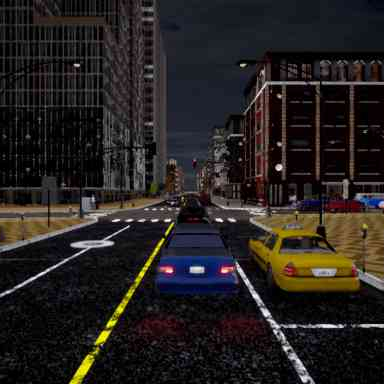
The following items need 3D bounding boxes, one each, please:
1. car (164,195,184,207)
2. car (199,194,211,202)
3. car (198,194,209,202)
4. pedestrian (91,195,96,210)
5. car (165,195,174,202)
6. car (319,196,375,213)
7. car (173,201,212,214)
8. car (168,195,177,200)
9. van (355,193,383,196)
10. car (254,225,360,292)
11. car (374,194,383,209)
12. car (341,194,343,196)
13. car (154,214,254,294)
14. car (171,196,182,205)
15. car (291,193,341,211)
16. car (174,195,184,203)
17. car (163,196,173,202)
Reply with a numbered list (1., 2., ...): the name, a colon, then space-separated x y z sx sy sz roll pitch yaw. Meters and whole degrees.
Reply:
1. car: -2.837 1.493 51.254 2.128 1.511 4.902 0 0 0
2. car: 2.571 1.318 63.411 2.192 1.841 5.009 0 0 0
3. car: 2.573 1.319 74.597 2.192 1.841 5.009 0 0 0
4. pedestrian: -12.343 1.270 41.603 0.375 1.860 0.375 0 1 -1
5. car: -5.307 1.550 80.190 1.887 1.381 4.507 0 0 0
6. car: 15.599 1.351 33.595 4.181 1.385 1.994 -1 0 0
7. car: 0.086 1.504 18.654 1.837 1.490 4.892 0 0 0
8. car: -5.305 1.557 91.376 2.008 1.369 4.403 0 0 0
9. van: 20.974 1.050 39.012 3.998 1.788 1.690 -1 1 -1
10. car: 2.565 1.525 8.764 1.752 1.417 4.829 0 0 0
11. car: 23.092 1.213 36.583 4.674 1.442 1.812 -1 0 0
12. car: 15.318 1.094 38.953 5.009 1.841 2.192 -1 1 -1
13. car: 0.098 1.547 8.913 2.033 1.411 5.357 0 0 0
14. car: -2.810 1.528 60.881 1.812 1.442 4.674 0 0 0
15. car: 13.290 1.162 36.452 4.553 1.767 2.097 -1 0 -1
16. car: -2.741 1.482 71.367 1.882 1.535 5.008 0 0 0
17. car: -5.307 1.555 74.597 2.008 1.369 4.403 0 0 0
